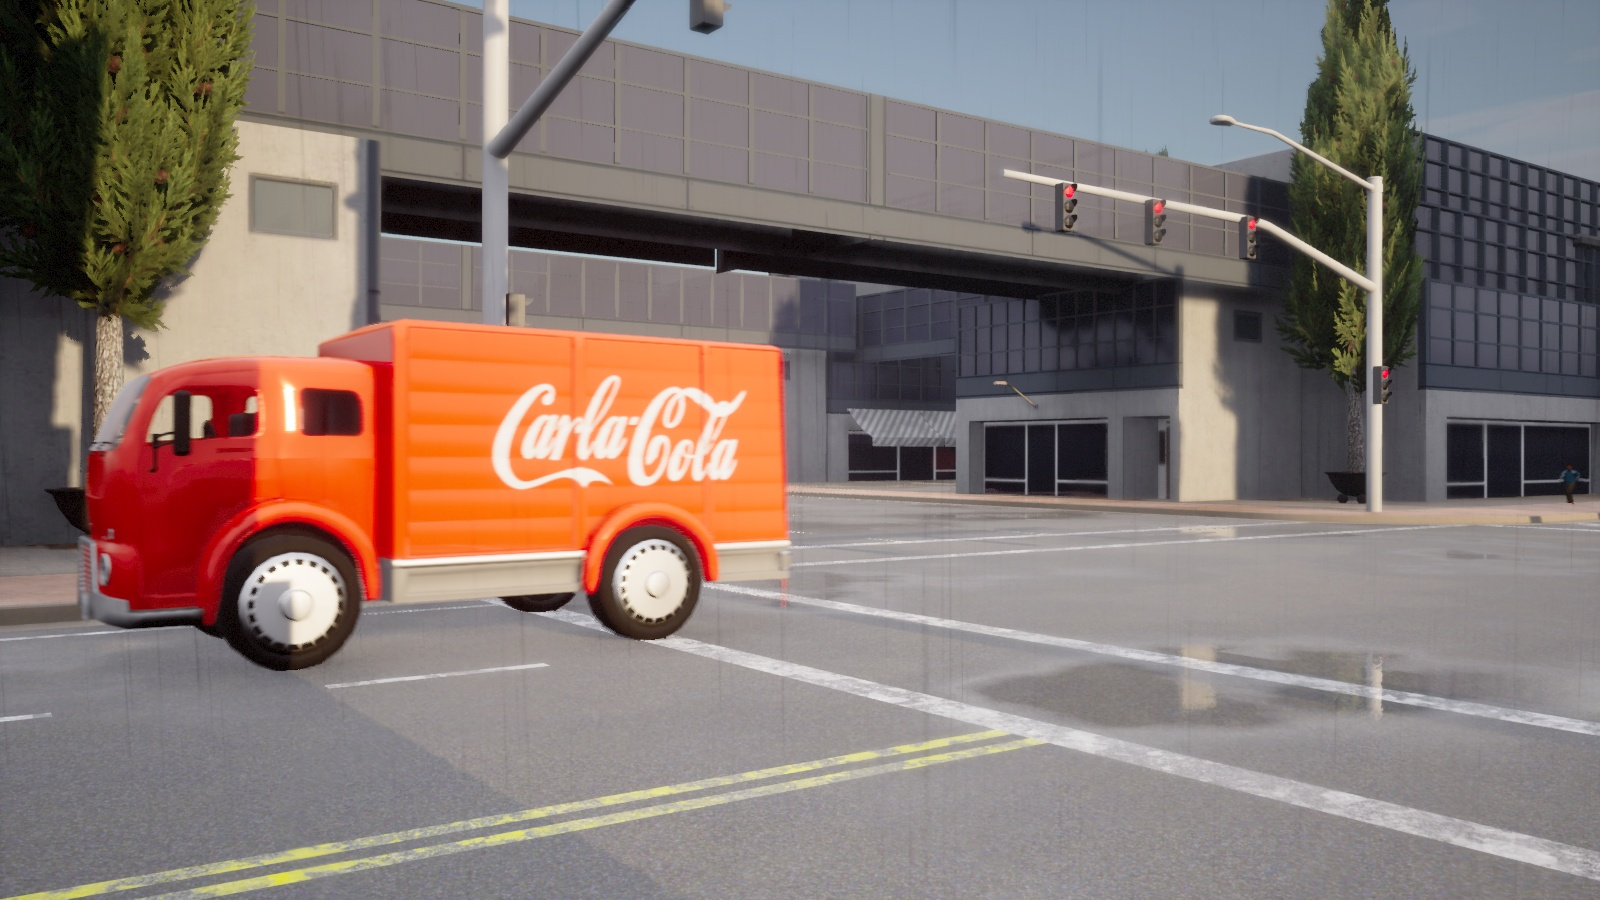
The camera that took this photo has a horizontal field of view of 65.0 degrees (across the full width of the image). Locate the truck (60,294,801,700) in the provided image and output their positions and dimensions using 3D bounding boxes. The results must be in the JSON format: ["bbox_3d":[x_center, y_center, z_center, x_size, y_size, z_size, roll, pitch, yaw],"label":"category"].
[{"bbox_3d":[-2.875,0.289,10.206,5.204,2.467,2.627,0,0,-35],"label":"truck"}]

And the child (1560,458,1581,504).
[{"bbox_3d":[20.476,0.822,33.385,0.448,1.192,0.343,0,0,-38],"label":"child"}]
